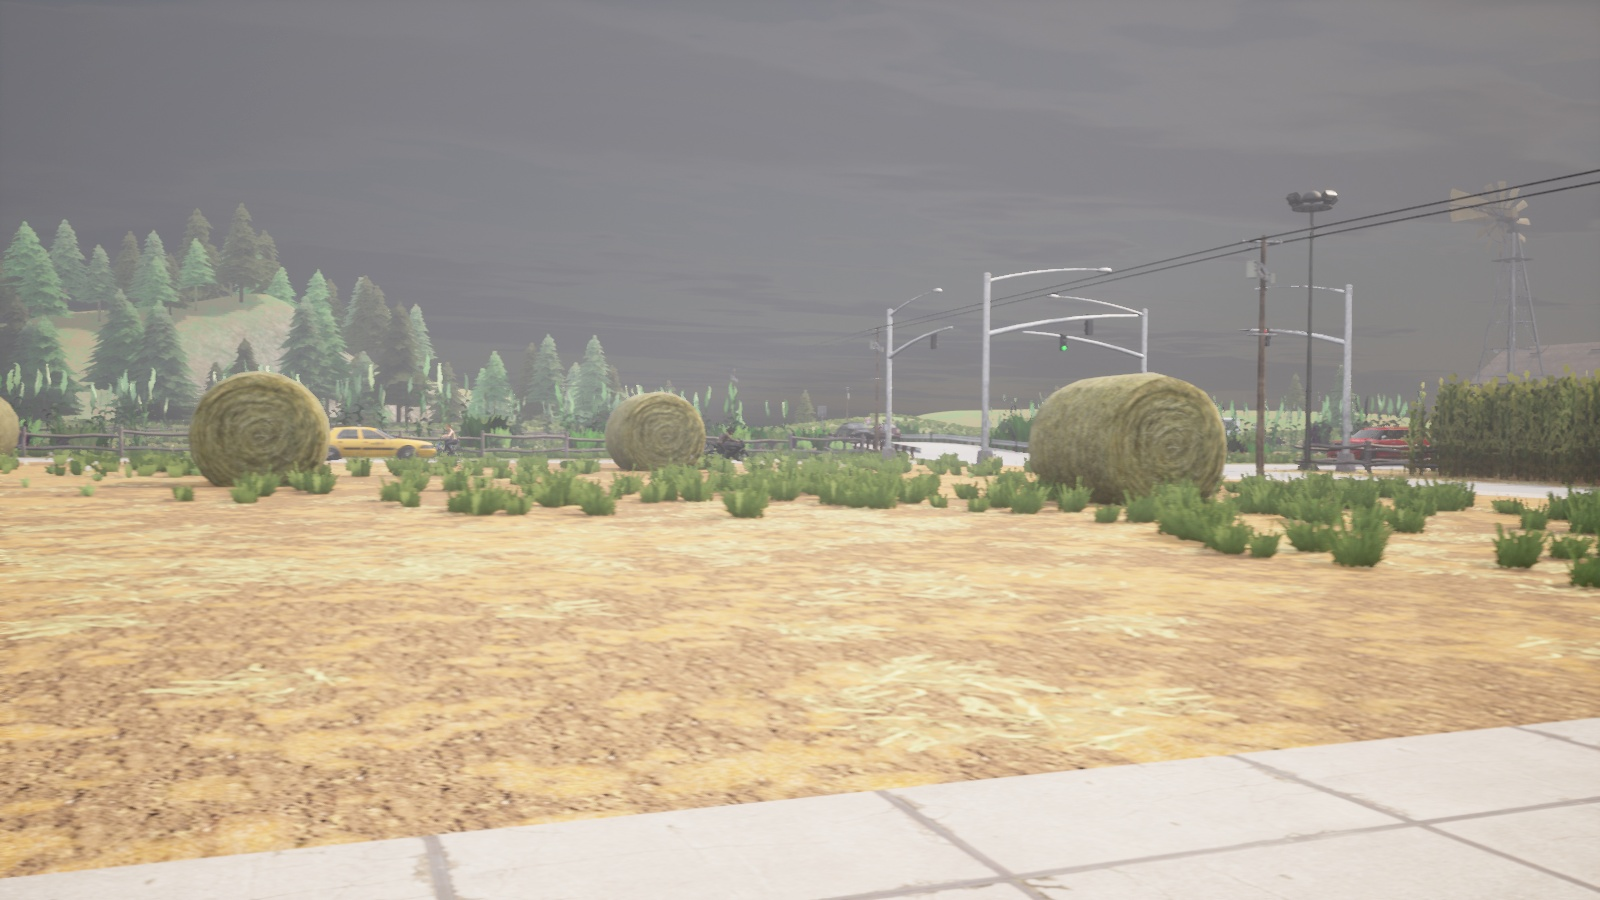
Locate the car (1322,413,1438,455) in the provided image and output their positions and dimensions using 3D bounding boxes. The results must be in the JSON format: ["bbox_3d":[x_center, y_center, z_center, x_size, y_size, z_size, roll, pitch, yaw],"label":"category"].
[{"bbox_3d":[30.179,-0.847,65.365,5.566,2.045,2.150,-1,1,-20],"label":"car"}]

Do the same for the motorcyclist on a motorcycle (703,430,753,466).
[{"bbox_3d":[-3.164,-0.087,54.922,2.044,1.523,0.797,-1,1,-17],"label":"motorcyclist on a motorcycle"}]

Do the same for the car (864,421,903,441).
[{"bbox_3d":[6.360,-1.465,96.004,1.812,1.442,4.674,-1,0,-12],"label":"car"}]

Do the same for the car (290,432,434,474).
[{"bbox_3d":[-17.539,0.096,50.539,5.366,1.575,1.801,-1,1,-17],"label":"car"}]

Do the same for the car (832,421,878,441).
[{"bbox_3d":[3.919,-1.365,90.634,2.033,1.411,5.357,-1,1,-12],"label":"car"}]
